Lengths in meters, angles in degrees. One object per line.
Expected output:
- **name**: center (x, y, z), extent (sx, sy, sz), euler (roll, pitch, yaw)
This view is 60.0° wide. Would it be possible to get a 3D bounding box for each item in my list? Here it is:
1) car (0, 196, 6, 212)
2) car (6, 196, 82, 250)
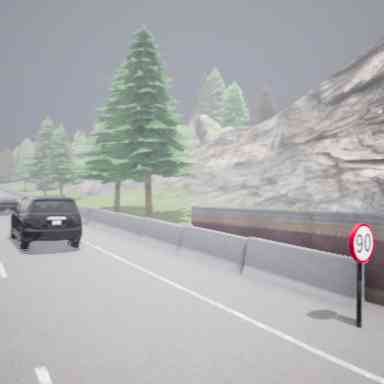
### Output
- **car**: center (-16.655, 1.151, 29.711), extent (1.837, 1.490, 4.892), euler (2, 1, -34)
- **car**: center (-6.408, 1.169, 14.327), extent (2.150, 2.045, 5.566), euler (2, 0, -34)
